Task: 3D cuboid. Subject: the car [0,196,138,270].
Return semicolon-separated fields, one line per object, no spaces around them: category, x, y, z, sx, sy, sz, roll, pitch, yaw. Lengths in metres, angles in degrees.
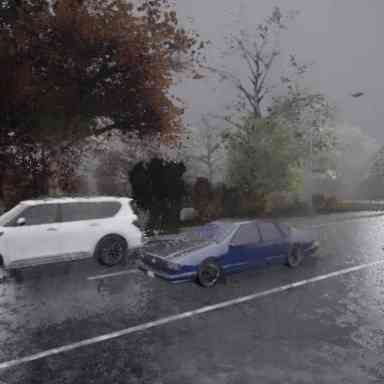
car;-4.169;1.184;9.593;5.566;2.045;2.150;-1;1;-35

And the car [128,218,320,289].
car;1.241;1.446;9.129;5.357;1.411;2.033;-1;1;-35
